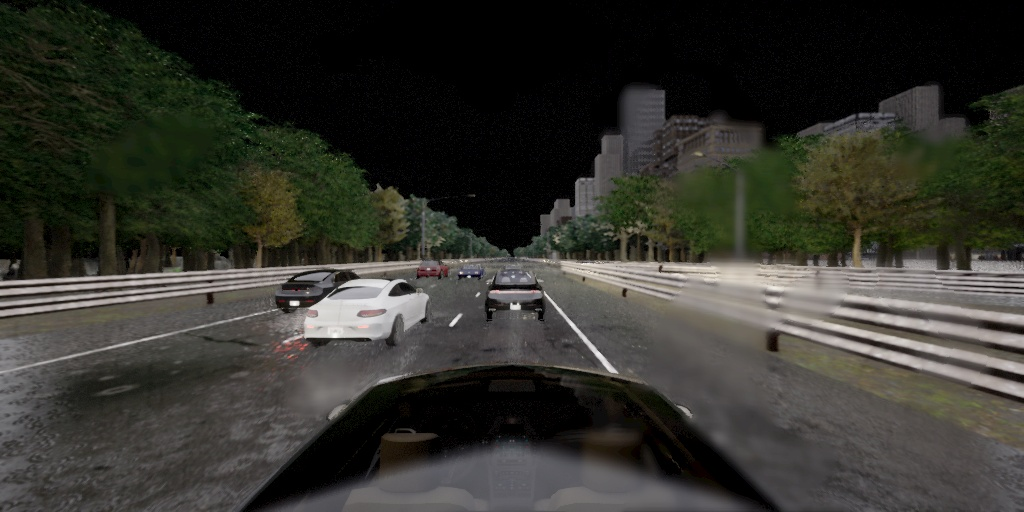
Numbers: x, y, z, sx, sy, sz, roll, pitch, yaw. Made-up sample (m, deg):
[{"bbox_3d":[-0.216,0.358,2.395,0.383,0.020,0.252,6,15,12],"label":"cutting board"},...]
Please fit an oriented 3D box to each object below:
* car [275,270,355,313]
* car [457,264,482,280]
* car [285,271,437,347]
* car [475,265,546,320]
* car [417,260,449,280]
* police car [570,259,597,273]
[{"bbox_3d":[-6.901,1.255,13.801,1.837,1.490,4.892,0,0,0],"label":"car"},{"bbox_3d":[-3.408,1.353,30.665,1.895,1.301,4.718,0,0,0],"label":"car"},{"bbox_3d":[-3.404,1.276,9.217,1.812,1.442,4.674,0,0,0],"label":"car"},{"bbox_3d":[0.097,1.242,12.568,2.128,1.511,4.902,0,0,0],"label":"car"},{"bbox_3d":[-6.908,1.104,31.770,2.097,1.767,4.553,0,0,0],"label":"car"},{"bbox_3d":[9.250,1.240,45.901,1.930,1.638,5.238,0,0,-22],"label":"police car"}]
